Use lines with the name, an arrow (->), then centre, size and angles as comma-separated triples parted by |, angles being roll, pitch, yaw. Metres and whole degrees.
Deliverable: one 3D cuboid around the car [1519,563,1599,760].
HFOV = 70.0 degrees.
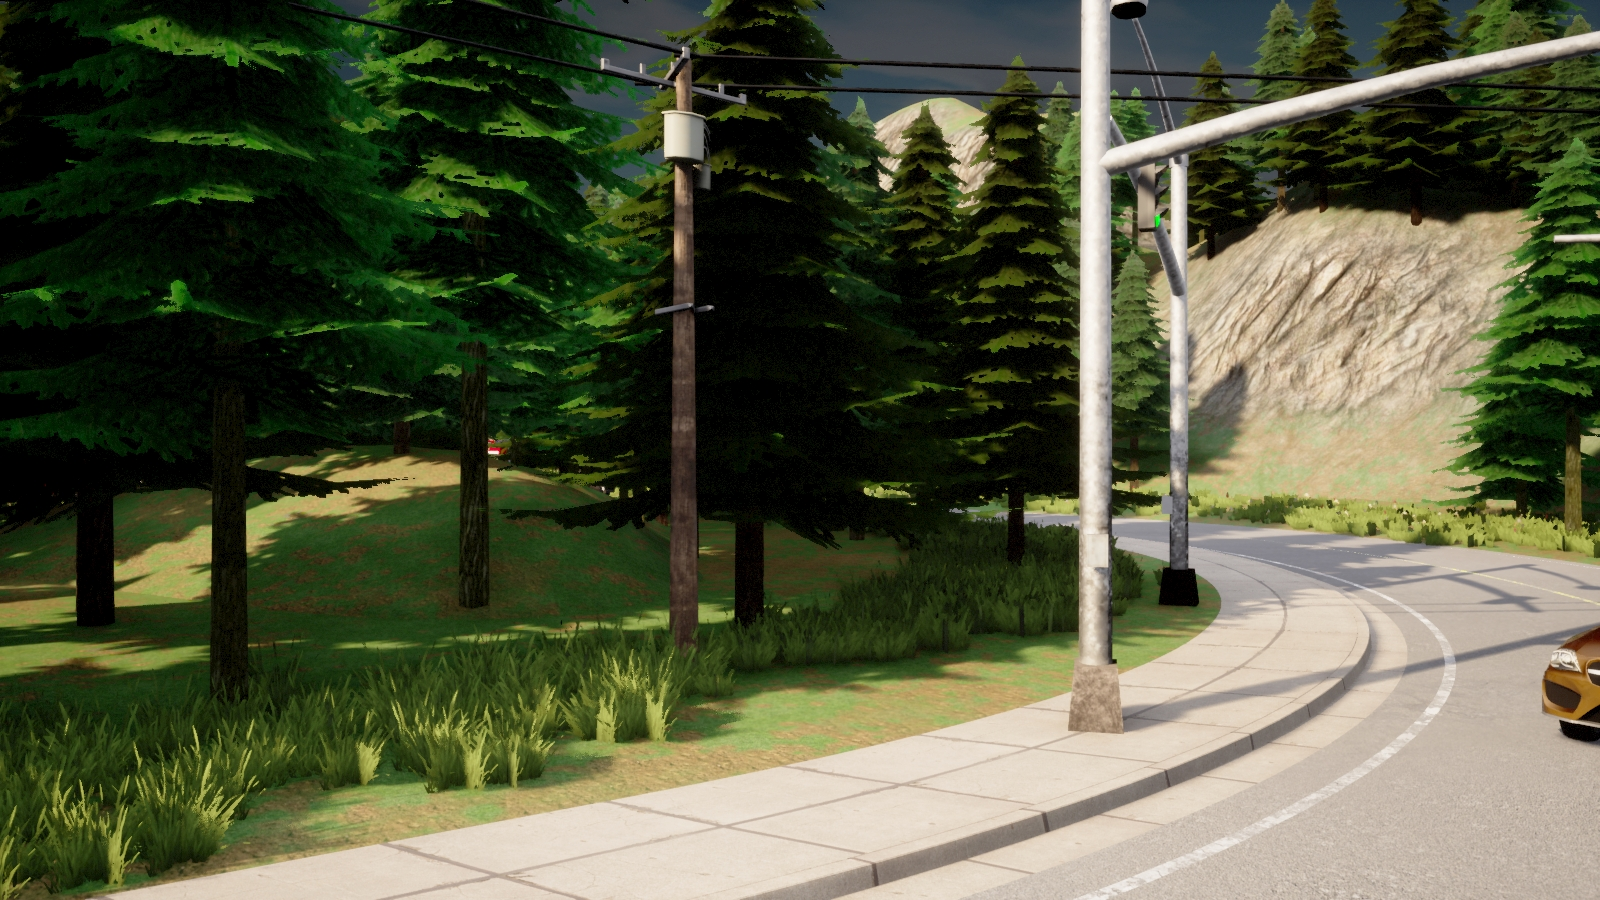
car -> 9.577, 1.970, 11.147 | 5.027, 1.651, 2.152 | 0, 0, -29
